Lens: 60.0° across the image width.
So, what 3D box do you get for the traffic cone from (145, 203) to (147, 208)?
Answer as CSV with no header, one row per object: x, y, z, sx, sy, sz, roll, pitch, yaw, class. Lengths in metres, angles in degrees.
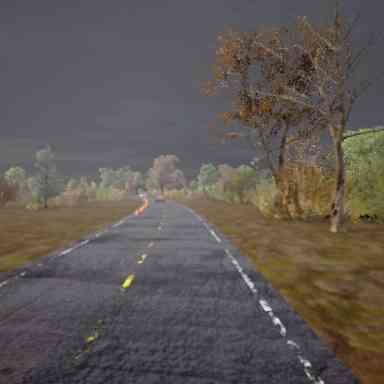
-6.116,1.901,42.049,0.340,0.580,0.340,0,0,-5,traffic cone

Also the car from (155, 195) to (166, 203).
-6.238,1.398,65.265,1.882,1.535,5.008,0,0,-8,car

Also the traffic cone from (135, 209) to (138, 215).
-5.336,1.912,32.135,0.340,0.580,0.340,0,0,-4,traffic cone
